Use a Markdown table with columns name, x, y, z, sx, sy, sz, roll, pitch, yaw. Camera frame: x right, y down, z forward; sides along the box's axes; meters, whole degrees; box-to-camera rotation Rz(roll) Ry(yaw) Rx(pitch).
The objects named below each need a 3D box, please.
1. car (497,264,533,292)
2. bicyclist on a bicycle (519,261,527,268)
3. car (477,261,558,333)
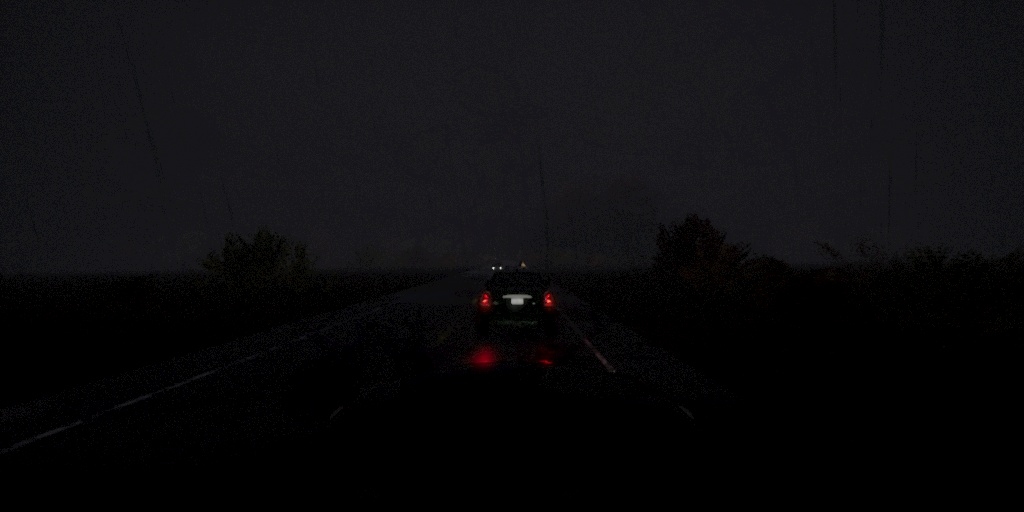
| name | x | y | z | sx | sy | sz | roll | pitch | yaw |
| --- | --- | --- | --- | --- | --- | --- | --- | --- | --- |
| car | 0.194 | 1.357 | 23.680 | 2.128 | 1.511 | 4.902 | 0 | 0 | 0 |
| bicyclist on a bicycle | 1.133 | 1.368 | 36.402 | 0.866 | 1.612 | 1.509 | 0 | 0 | 0 |
| car | 0.141 | 1.153 | 11.053 | 2.097 | 1.767 | 4.553 | 0 | 0 | 0 |
